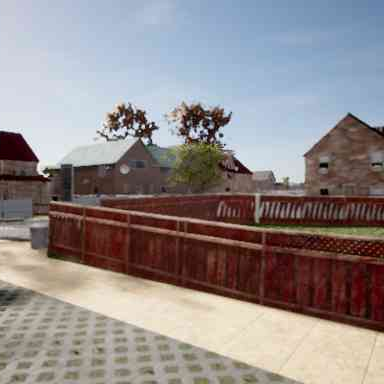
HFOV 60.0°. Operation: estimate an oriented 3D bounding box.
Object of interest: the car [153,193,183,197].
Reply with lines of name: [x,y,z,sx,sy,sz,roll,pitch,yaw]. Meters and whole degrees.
car: [-1.362,0.950,25.208,2.097,1.767,4.553,-1,0,36]
